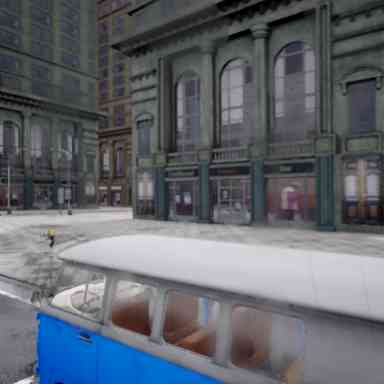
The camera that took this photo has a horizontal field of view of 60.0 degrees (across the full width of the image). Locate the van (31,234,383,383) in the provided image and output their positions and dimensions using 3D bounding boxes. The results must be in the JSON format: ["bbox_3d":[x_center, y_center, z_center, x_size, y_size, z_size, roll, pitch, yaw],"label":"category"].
[{"bbox_3d":[0.325,1.345,2.750,3.998,1.788,1.690,0,0,36],"label":"van"}]
